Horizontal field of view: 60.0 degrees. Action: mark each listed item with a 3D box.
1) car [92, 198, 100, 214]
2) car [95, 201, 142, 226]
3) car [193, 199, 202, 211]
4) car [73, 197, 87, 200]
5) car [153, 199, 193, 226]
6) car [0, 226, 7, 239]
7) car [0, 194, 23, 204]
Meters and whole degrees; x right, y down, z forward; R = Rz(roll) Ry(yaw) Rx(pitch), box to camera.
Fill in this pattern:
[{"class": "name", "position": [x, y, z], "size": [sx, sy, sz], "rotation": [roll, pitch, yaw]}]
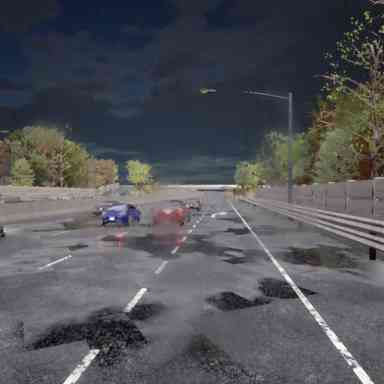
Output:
[{"class": "car", "position": [-7.683, 1.549, 31.402], "size": [2.033, 1.411, 5.357], "rotation": [0, 0, 5]}, {"class": "car", "position": [-4.876, 1.526, 23.439], "size": [1.812, 1.442, 4.674], "rotation": [0, 0, 5]}, {"class": "car", "position": [0.157, 1.552, 40.522], "size": [2.033, 1.411, 5.357], "rotation": [0, 0, 5]}, {"class": "car", "position": [-19.528, 1.571, 58.187], "size": [2.033, 1.411, 5.357], "rotation": [0, 0, 6]}, {"class": "car", "position": [-1.348, 1.352, 23.607], "size": [2.097, 1.767, 4.553], "rotation": [0, 0, 5]}, {"class": "car", "position": [-9.400, 1.546, 12.282], "size": [2.033, 1.411, 5.357], "rotation": [0, 0, 8]}, {"class": "car", "position": [-24.352, 1.358, 43.770], "size": [2.097, 1.767, 4.553], "rotation": [0, 0, 5]}]
